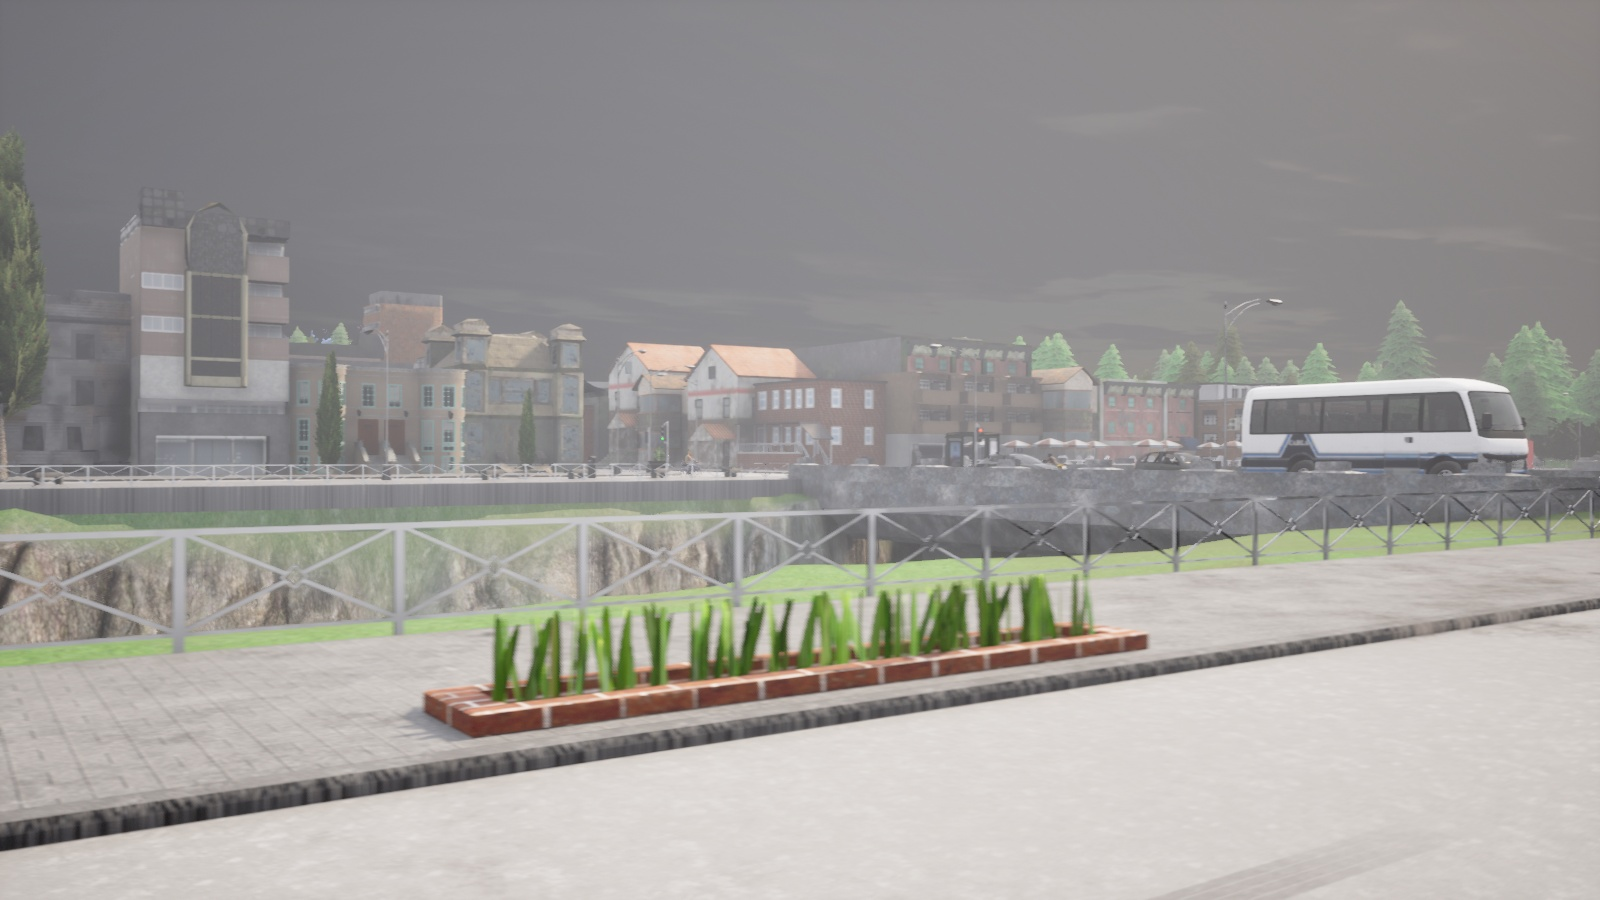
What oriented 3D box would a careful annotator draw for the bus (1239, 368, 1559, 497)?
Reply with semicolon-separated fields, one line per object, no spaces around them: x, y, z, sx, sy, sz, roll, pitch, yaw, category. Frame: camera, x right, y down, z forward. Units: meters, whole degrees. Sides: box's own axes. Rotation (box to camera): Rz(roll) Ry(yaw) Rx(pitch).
22.012;-0.563;47.019;3.944;4.253;10.273;0;0;-33;bus

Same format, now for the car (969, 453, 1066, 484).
10.842;0.881;62.859;1.837;1.490;4.892;0;0;-36;car

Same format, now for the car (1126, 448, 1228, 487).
16.450;0.743;54.951;1.851;1.617;3.988;0;0;-33;car
